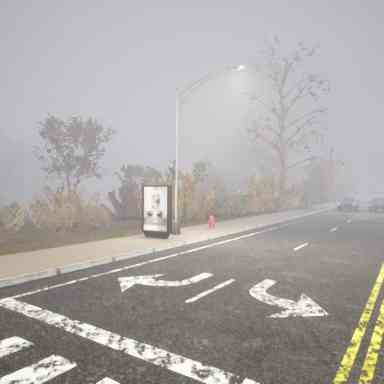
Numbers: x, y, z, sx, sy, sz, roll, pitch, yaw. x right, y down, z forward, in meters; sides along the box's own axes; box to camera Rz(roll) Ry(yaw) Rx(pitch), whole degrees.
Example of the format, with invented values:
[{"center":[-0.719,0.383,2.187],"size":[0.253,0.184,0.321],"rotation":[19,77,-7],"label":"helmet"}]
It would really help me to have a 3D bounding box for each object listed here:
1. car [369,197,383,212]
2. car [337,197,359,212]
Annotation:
[{"center":[21.509,1.393,38.084],"size":[2.097,1.767,4.553],"rotation":[0,0,30],"label":"car"},{"center":[18.708,1.390,39.731],"size":[2.097,1.767,4.553],"rotation":[0,0,30],"label":"car"}]
